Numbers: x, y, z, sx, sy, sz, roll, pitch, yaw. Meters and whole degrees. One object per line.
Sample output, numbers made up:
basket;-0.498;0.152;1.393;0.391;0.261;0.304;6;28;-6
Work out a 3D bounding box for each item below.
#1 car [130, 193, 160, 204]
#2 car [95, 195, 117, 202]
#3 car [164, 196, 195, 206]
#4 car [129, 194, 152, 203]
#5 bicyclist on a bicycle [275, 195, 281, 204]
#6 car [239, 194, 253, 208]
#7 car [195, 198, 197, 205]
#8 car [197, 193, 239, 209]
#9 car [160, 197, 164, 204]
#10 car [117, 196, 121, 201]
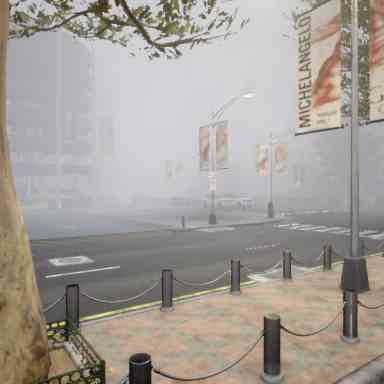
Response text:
car;-9.099;1.221;62.284;5.566;2.045;2.150;0;0;40
car;-20.492;1.450;76.302;4.892;1.490;1.837;0;0;12
car;-2.156;1.505;54.465;1.837;1.490;4.892;0;0;-37
car;-11.251;1.355;72.586;4.553;1.767;2.097;0;0;26
bicyclist on a bicycle;15.726;1.300;60.483;1.656;1.620;0.582;0;0;-36
car;6.417;1.221;48.580;2.150;2.045;5.566;0;0;-35
car;0.705;1.601;56.505;1.895;1.301;4.718;0;0;-37
car;3.562;1.221;46.556;2.150;2.045;5.566;0;0;-35
car;-5.776;1.601;63.976;4.718;1.301;1.895;0;0;43
car;-19.528;1.418;79.666;5.008;1.535;1.882;0;0;12
